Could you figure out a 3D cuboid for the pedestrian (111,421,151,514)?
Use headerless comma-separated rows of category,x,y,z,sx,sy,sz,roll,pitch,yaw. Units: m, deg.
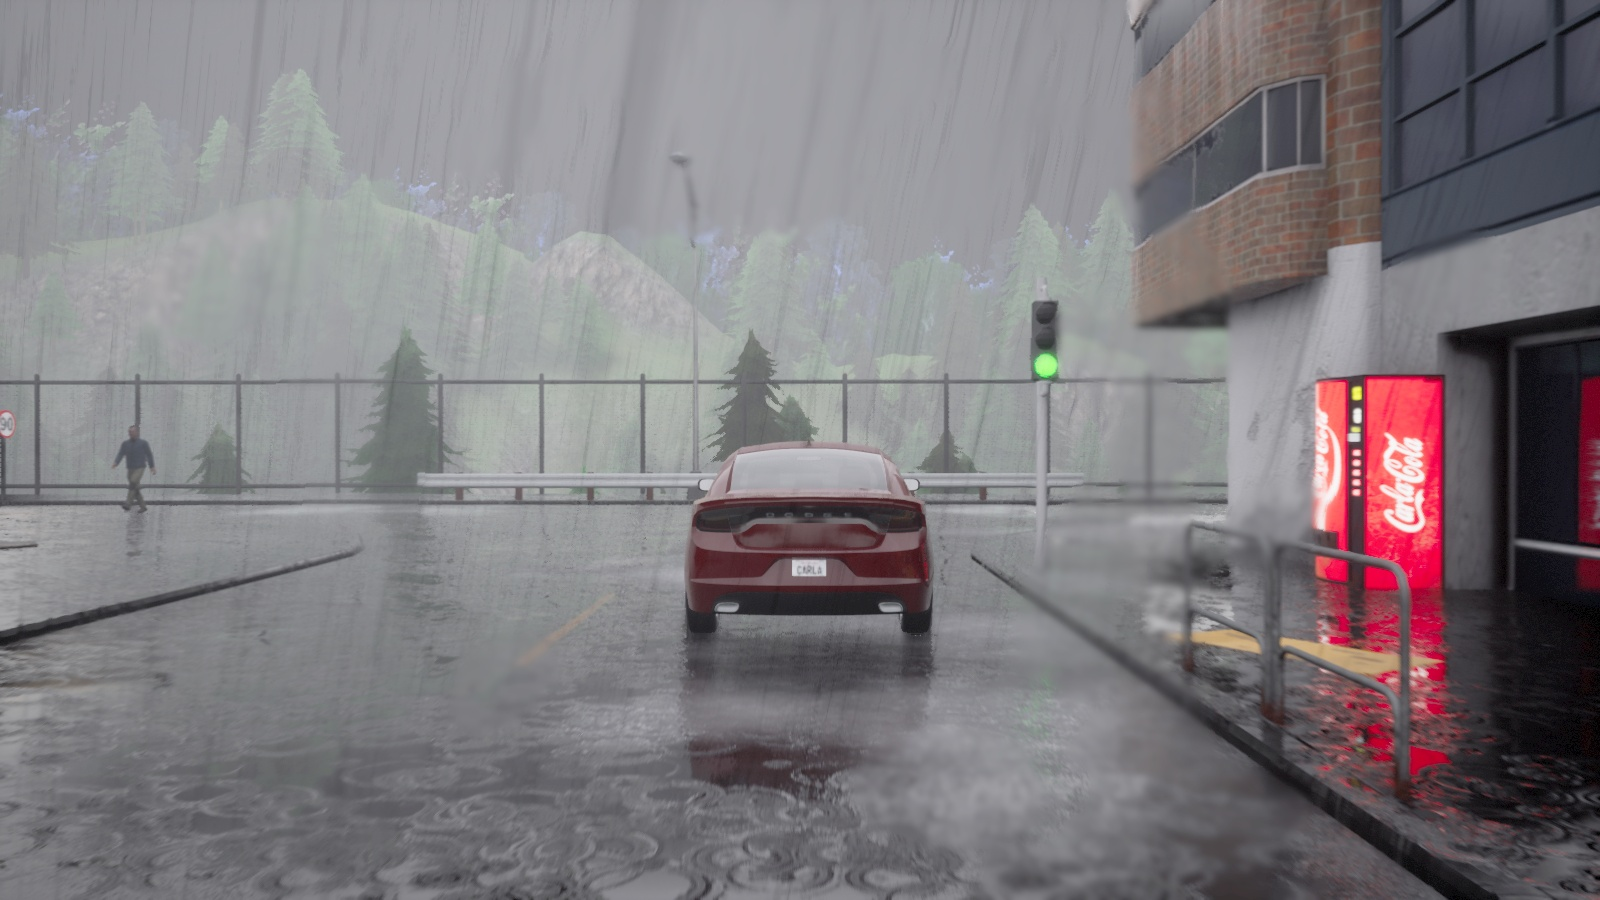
pedestrian,-13.461,0.342,25.285,0.402,1.842,0.726,0,0,1

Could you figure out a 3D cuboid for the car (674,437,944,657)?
car,0.079,0.661,11.273,1.882,1.535,5.008,0,0,0
